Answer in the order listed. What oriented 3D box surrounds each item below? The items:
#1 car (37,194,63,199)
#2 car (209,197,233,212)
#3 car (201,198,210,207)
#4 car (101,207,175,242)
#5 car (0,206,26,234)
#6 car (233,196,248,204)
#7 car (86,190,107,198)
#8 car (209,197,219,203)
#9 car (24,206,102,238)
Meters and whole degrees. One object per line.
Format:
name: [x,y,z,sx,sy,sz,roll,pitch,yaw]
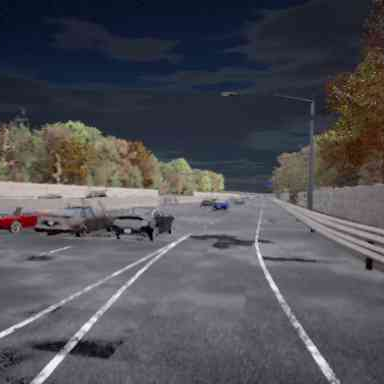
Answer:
car: [-22.825,1.059,53.488,1.882,1.535,5.008,2,0,13]
car: [3.984,1.765,44.933,1.882,1.535,5.008,2,0,12]
car: [2.724,1.810,55.605,1.837,1.490,4.892,2,0,12]
car: [-2.208,1.471,16.415,2.128,1.511,4.902,2,0,12]
car: [-9.111,1.395,17.638,1.895,1.301,4.718,2,0,12]
car: [11.620,2.219,80.051,1.994,1.385,4.181,2,0,12]
car: [-19.512,0.619,68.526,2.150,2.045,5.566,2,0,12]
car: [5.600,2.002,85.289,1.882,1.535,5.008,2,0,12]
car: [-5.664,1.434,17.002,2.033,1.411,5.357,2,0,12]
